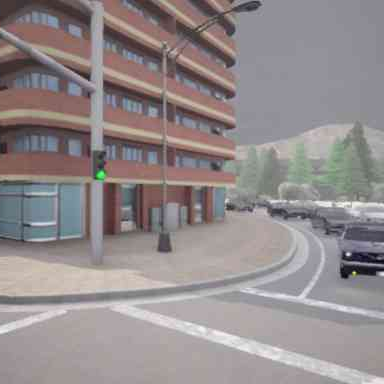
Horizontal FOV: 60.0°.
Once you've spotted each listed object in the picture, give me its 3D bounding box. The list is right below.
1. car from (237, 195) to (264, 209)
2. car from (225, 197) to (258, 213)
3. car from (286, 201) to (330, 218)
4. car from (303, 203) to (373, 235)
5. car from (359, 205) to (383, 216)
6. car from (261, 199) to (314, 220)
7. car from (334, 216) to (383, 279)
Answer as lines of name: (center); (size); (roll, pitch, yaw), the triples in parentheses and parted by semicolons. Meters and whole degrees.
car: (8.834, 1.612, 46.946); (1.837, 1.490, 4.892); (0, 0, -32)
car: (5.330, 1.645, 38.773); (1.994, 1.385, 4.181); (0, 0, -24)
car: (11.059, 1.602, 32.129); (1.812, 1.442, 4.674); (0, 0, -13)
car: (8.110, 1.587, 19.045); (2.033, 1.411, 5.357); (0, 0, 8)
car: (11.822, 1.580, 21.939); (1.812, 1.442, 4.674); (0, 0, 3)
car: (8.191, 1.611, 29.119); (2.033, 1.411, 5.357); (0, 0, -7)
car: (5.315, 1.613, 9.809); (1.895, 1.301, 4.718); (0, 0, 23)
